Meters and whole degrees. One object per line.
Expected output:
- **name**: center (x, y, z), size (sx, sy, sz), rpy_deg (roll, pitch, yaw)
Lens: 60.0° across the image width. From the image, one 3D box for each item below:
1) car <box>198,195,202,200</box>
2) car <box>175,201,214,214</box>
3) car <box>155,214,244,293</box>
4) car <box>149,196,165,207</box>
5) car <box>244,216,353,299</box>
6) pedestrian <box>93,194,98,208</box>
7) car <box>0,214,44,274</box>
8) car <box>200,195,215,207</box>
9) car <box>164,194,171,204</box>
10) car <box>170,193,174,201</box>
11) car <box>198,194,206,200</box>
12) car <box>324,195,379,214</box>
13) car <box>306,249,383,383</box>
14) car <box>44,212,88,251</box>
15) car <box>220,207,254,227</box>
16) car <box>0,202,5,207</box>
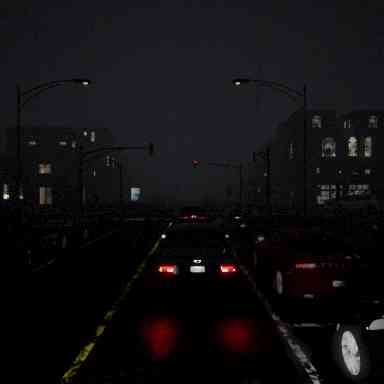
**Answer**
- **car**: center (2.667, 1.590, 63.136), size (1.802, 1.307, 4.206), rpy_deg (0, 0, 0)
- **car**: center (0.092, 1.507, 19.499), size (1.837, 1.490, 4.892), rpy_deg (0, 0, 0)
- **car**: center (0.097, 1.548, 8.978), size (2.033, 1.411, 5.357), rpy_deg (0, 0, 0)
- **car**: center (-5.708, 1.588, 52.103), size (1.802, 1.307, 4.206), rpy_deg (0, 0, 0)
- **car**: center (2.691, 1.546, 8.320), size (1.887, 1.381, 4.507), rpy_deg (0, 0, 0)
- **pedestrian**: center (-12.570, 1.135, 43.234), size (0.375, 1.860, 0.375), rpy_deg (0, -1, 1)
- **car**: center (-5.688, 1.441, 8.333), size (1.967, 1.590, 4.097), rpy_deg (0, 0, 0)
- **car**: center (2.672, 1.572, 52.094), size (1.947, 1.339, 4.313), rpy_deg (0, 0, 0)
- **car**: center (-5.713, 1.559, 63.147), size (2.008, 1.369, 4.403), rpy_deg (0, 0, 0)
- **car**: center (-5.717, 1.451, 74.191), size (1.967, 1.590, 4.097), rpy_deg (0, 0, 0)
- **car**: center (2.656, 1.458, 90.747), size (1.967, 1.590, 4.097), rpy_deg (0, 0, 0)
- **car**: center (17.840, 1.325, 37.244), size (5.566, 2.045, 2.150), rpy_deg (0, 0, 1)
- **car**: center (2.694, 1.551, 2.628), size (2.008, 1.369, 4.403), rpy_deg (0, 0, 0)
- **car**: center (-5.692, 1.552, 14.025), size (2.008, 1.369, 4.403), rpy_deg (0, 0, 0)
- **car**: center (2.687, 1.553, 19.704), size (2.008, 1.369, 4.403), rpy_deg (0, 0, 0)
- **car**: center (-25.468, 1.447, 40.483), size (4.829, 1.417, 1.752), rpy_deg (0, -1, 1)
